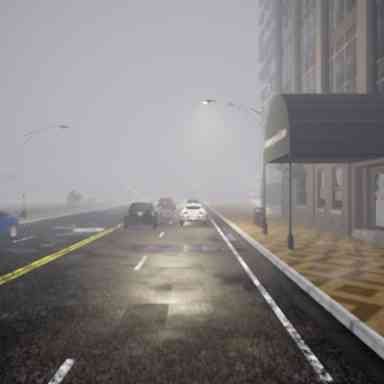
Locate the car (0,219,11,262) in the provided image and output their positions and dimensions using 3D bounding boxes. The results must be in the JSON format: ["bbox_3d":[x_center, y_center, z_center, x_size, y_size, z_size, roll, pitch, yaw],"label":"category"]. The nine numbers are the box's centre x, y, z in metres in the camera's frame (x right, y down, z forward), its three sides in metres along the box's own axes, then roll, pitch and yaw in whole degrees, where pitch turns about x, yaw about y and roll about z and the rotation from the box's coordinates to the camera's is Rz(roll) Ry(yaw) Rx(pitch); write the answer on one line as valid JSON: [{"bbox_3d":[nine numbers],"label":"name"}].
[{"bbox_3d":[-6.588,1.580,8.046,1.994,1.385,4.181,0,0,0],"label":"car"}]

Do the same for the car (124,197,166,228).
[{"bbox_3d":[-3.156,1.397,22.421,2.097,1.767,4.553,0,0,0],"label":"car"}]

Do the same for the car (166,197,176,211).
[{"bbox_3d":[-3.150,1.432,41.410,2.097,1.767,4.553,0,0,0],"label":"car"}]

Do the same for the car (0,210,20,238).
[{"bbox_3d":[-9.814,1.508,15.120,1.882,1.535,5.008,0,0,0],"label":"car"}]

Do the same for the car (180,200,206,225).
[{"bbox_3d":[0.087,1.575,24.715,1.812,1.442,4.674,0,0,0],"label":"car"}]
